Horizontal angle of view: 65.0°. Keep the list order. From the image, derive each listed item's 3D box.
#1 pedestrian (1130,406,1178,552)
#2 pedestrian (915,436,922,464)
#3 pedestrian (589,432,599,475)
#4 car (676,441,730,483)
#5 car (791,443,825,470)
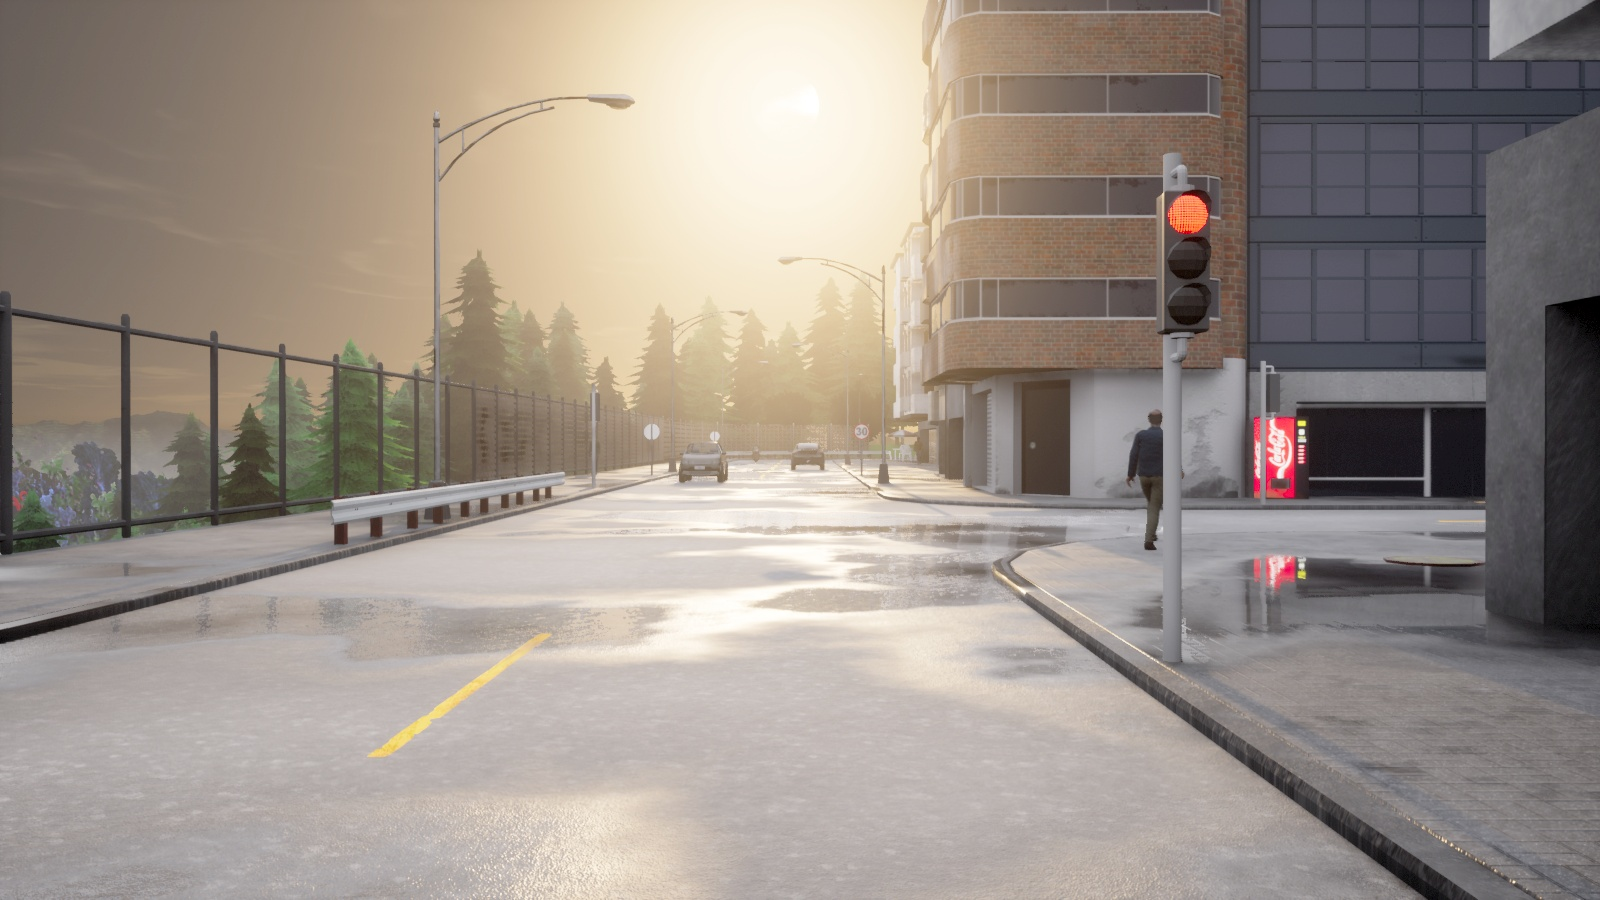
[{"bbox_3d":[4.575,0.361,16.218,0.402,1.842,0.726,0,0,32],"label":"pedestrian"},{"bbox_3d":[7.764,0.014,82.153,0.431,1.840,0.709,0,0,0],"label":"pedestrian"},{"bbox_3d":[-8.871,0.144,54.104,0.353,1.847,0.614,0,0,1],"label":"pedestrian"},{"bbox_3d":[-3.695,0.450,48.348,1.789,1.549,3.705,0,0,0],"label":"car"},{"bbox_3d":[0.441,0.353,70.681,1.837,1.490,4.892,0,0,0],"label":"car"}]
